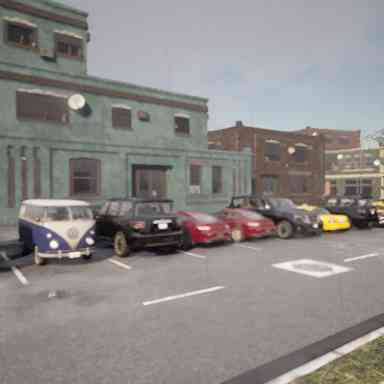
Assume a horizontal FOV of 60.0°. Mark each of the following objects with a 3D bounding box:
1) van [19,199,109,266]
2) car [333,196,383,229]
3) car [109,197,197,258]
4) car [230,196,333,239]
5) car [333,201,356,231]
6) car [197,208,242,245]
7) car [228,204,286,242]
[{"bbox_3d":[-4.693,1.246,11.481,1.878,1.987,4.442,0,0,-35],"label":"van"},{"bbox_3d":[8.819,1.266,21.257,2.435,2.045,5.566,0,0,-35],"label":"car"},{"bbox_3d":[-2.510,1.226,13.209,2.435,2.045,5.566,0,0,-35],"label":"car"},{"bbox_3d":[4.218,1.247,17.918,2.435,2.045,5.566,0,0,-35],"label":"car"},{"bbox_3d":[6.461,1.504,19.774,1.946,1.575,5.366,0,0,-35],"label":"car"},{"bbox_3d":[-0.227,1.523,14.793,2.002,1.452,4.674,0,0,-35],"label":"car"},{"bbox_3d":[1.986,1.530,16.364,2.002,1.452,4.674,0,0,-35],"label":"car"}]
